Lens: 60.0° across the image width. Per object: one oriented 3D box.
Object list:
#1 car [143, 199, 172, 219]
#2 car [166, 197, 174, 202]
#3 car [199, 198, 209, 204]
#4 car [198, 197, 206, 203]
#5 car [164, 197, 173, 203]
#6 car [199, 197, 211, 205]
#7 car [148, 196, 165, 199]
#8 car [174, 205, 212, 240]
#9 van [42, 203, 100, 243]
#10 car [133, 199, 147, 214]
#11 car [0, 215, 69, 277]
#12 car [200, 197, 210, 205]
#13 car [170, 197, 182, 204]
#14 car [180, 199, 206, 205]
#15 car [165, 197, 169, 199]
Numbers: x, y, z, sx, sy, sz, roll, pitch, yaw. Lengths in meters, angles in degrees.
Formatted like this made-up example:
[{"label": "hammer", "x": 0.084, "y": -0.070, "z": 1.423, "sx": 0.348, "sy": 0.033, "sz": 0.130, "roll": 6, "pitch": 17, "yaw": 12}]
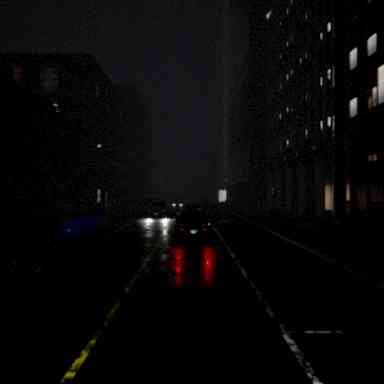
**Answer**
[{"label": "car", "x": -3.153, "y": 1.674, "z": 31.518, "sx": 1.812, "sy": 1.442, "sz": 4.674, "roll": 0, "pitch": 0, "yaw": 0}, {"label": "car", "x": -5.847, "y": 1.985, "z": 89.318, "sx": 1.752, "sy": 1.417, "sz": 4.829, "roll": 0, "pitch": 0, "yaw": 0}, {"label": "car", "x": 2.562, "y": 1.916, "z": 72.557, "sx": 2.008, "sy": 1.369, "sz": 4.403, "roll": 0, "pitch": 0, "yaw": 0}, {"label": "car", "x": 2.543, "y": 1.995, "z": 83.854, "sx": 1.947, "sy": 1.339, "sz": 4.313, "roll": 0, "pitch": 0, "yaw": 0}, {"label": "car", "x": -5.838, "y": 1.994, "z": 83.839, "sx": 1.947, "sy": 1.339, "sz": 4.313, "roll": 0, "pitch": 0, "yaw": 0}, {"label": "car", "x": 2.582, "y": 1.831, "z": 61.430, "sx": 1.752, "sy": 1.417, "sz": 4.829, "roll": 0, "pitch": 0, "yaw": 0}, {"label": "car", "x": -5.779, "y": 1.559, "z": 49.949, "sx": 2.192, "sy": 1.841, "sz": 5.009, "roll": 0, "pitch": 0, "yaw": 0}, {"label": "car", "x": 0.052, "y": 1.607, "z": 17.263, "sx": 1.812, "sy": 1.442, "sz": 4.674, "roll": 0, "pitch": 0, "yaw": 0}, {"label": "van", "x": -5.719, "y": 1.416, "z": 16.059, "sx": 1.690, "sy": 1.788, "sz": 3.998, "roll": 0, "pitch": 0, "yaw": 0}, {"label": "car", "x": -5.759, "y": 1.766, "z": 38.651, "sx": 1.802, "sy": 1.307, "sz": 4.206, "roll": 0, "pitch": 0, "yaw": 0}, {"label": "car", "x": -5.710, "y": 1.615, "z": 10.409, "sx": 1.947, "sy": 1.339, "sz": 4.313, "roll": 0, "pitch": 0, "yaw": 0}, {"label": "car", "x": 2.573, "y": 1.775, "z": 66.908, "sx": 1.967, "sy": 1.590, "sz": 4.097, "roll": 0, "pitch": 0, "yaw": 0}, {"label": "car", "x": -3.127, "y": 1.883, "z": 72.638, "sx": 1.812, "sy": 1.442, "sz": 4.674, "roll": 0, "pitch": 0, "yaw": 0}, {"label": "car", "x": 0.039, "y": 1.719, "z": 32.862, "sx": 1.994, "sy": 1.385, "sz": 4.181, "roll": 0, "pitch": 0, "yaw": 0}, {"label": "car", "x": -5.798, "y": 1.744, "z": 61.246, "sx": 1.967, "sy": 1.590, "sz": 4.097, "roll": 0, "pitch": 0, "yaw": 0}]
